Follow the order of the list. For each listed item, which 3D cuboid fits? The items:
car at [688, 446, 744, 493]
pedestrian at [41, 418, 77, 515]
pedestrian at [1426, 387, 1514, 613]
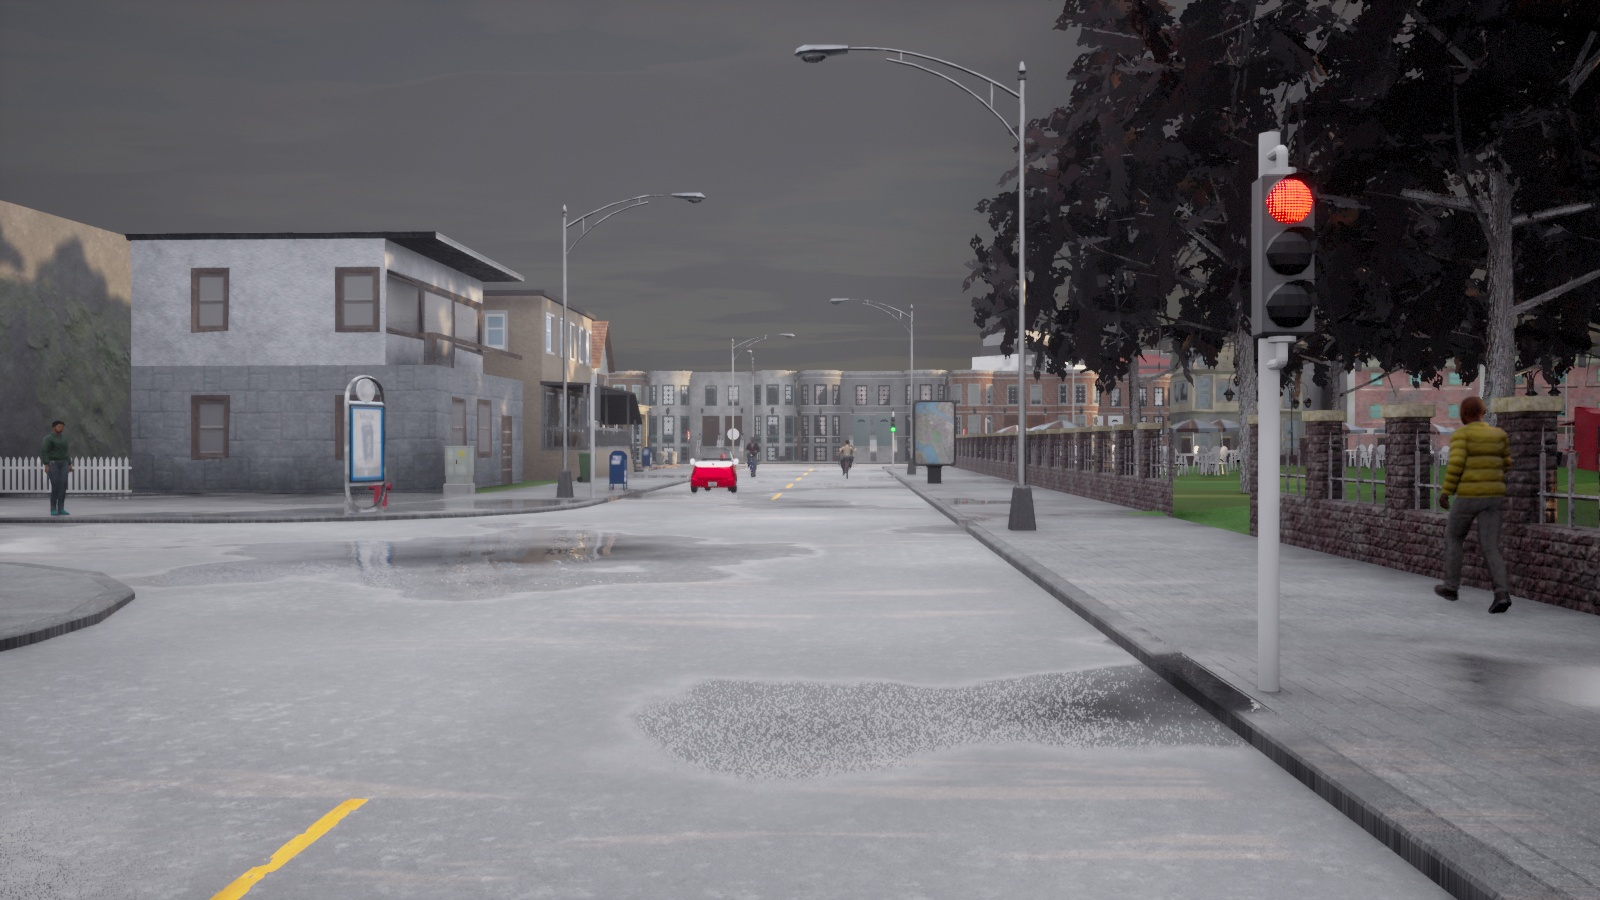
[{"bbox_3d":[-2.562,0.582,38.474,1.481,1.376,2.207,0,0,2],"label":"car"},{"bbox_3d":[-14.293,0.308,24.213,0.614,1.847,0.353,0,0,32],"label":"pedestrian"},{"bbox_3d":[5.630,0.401,10.572,0.370,1.835,0.726,0,0,2],"label":"pedestrian"}]
